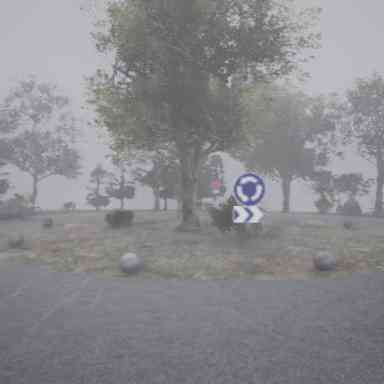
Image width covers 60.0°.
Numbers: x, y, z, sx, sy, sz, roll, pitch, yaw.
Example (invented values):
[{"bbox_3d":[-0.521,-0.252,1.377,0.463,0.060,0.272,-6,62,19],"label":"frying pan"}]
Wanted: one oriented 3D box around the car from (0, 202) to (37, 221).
[{"bbox_3d":[-13.020,1.358,22.576,2.033,1.411,5.357,0,0,15],"label":"car"}]
